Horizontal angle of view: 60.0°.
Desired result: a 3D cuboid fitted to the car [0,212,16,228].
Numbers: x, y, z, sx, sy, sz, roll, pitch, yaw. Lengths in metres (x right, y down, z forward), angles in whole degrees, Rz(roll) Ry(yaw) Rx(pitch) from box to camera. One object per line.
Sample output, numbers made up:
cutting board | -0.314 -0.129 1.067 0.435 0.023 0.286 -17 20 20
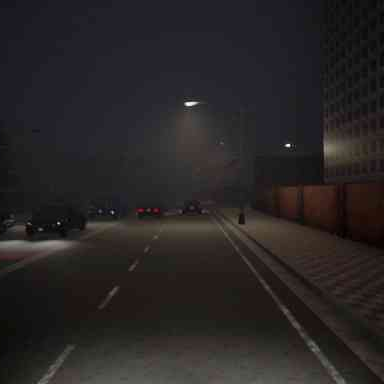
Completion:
car | -10.592 1.502 15.899 2.033 1.411 5.357 0 0 0

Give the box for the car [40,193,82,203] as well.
car | -10.551 1.146 26.588 2.150 2.045 5.566 0 0 0

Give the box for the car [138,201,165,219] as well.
car | -3.397 1.466 28.572 2.033 1.411 5.357 0 0 0

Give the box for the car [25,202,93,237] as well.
car | -7.086 1.475 17.904 1.812 1.442 4.674 0 0 0

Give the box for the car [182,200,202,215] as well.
car | 0.007 1.470 33.195 1.994 1.385 4.181 0 0 0

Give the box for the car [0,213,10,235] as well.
car | -7.076 1.501 8.810 1.812 1.442 4.674 0 0 0

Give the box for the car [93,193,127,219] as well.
car | -7.037 1.141 28.430 2.150 2.045 5.566 0 0 1
